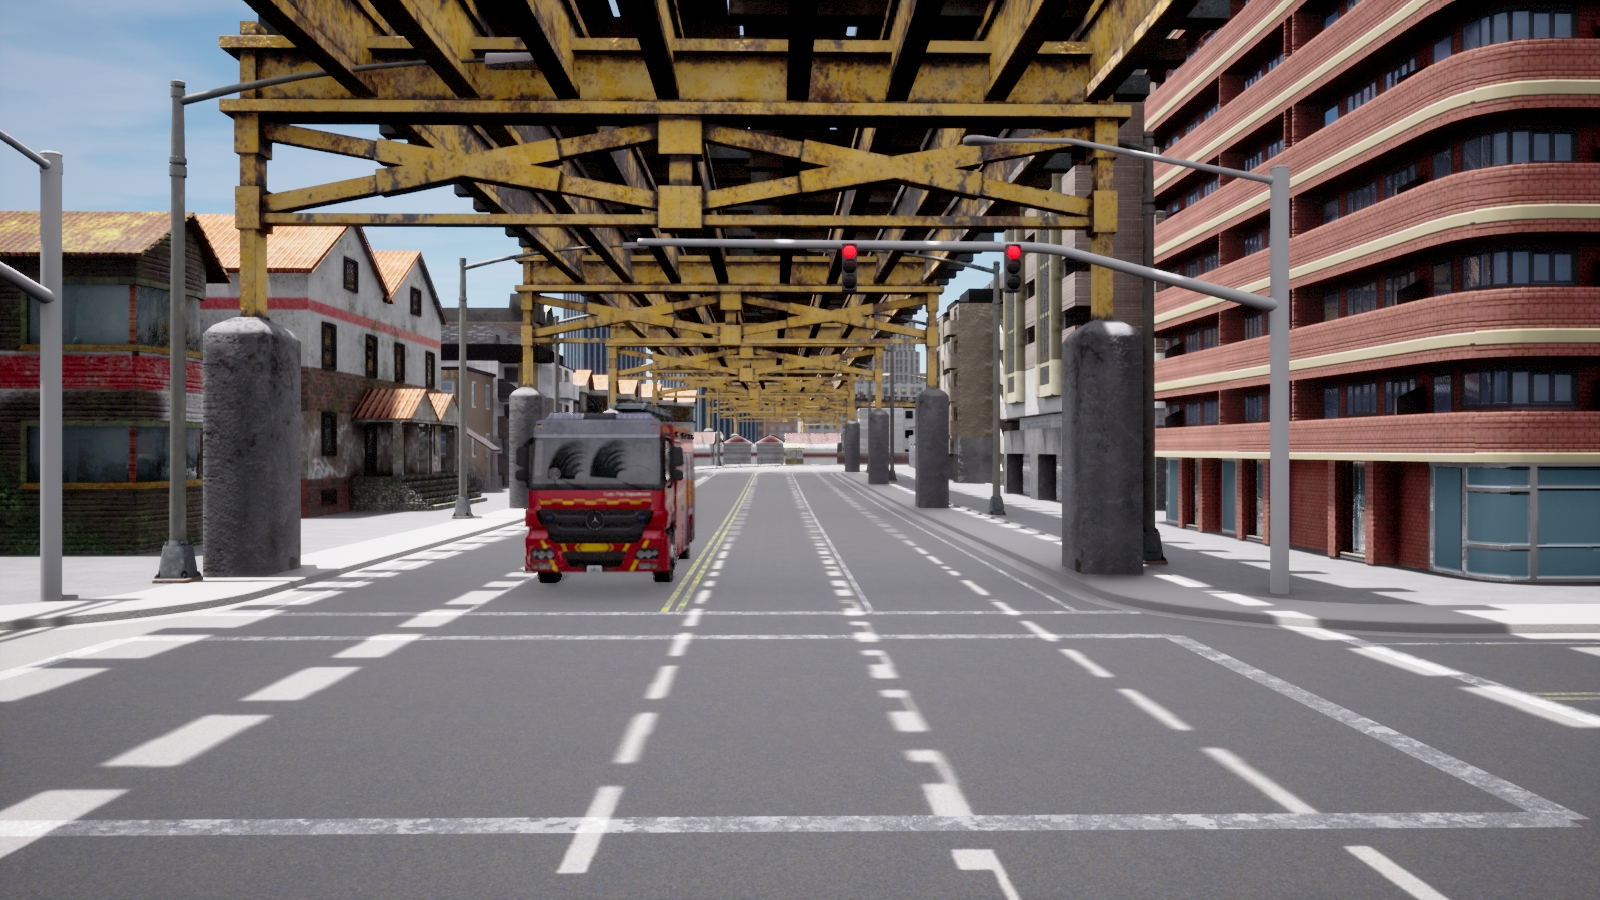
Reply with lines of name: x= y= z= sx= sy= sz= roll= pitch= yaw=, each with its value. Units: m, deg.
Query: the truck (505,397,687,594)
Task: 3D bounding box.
truck: x=-4.382 y=0.891 z=26.424 sx=2.891 sy=3.827 sz=8.468 roll=0 pitch=0 yaw=-1
